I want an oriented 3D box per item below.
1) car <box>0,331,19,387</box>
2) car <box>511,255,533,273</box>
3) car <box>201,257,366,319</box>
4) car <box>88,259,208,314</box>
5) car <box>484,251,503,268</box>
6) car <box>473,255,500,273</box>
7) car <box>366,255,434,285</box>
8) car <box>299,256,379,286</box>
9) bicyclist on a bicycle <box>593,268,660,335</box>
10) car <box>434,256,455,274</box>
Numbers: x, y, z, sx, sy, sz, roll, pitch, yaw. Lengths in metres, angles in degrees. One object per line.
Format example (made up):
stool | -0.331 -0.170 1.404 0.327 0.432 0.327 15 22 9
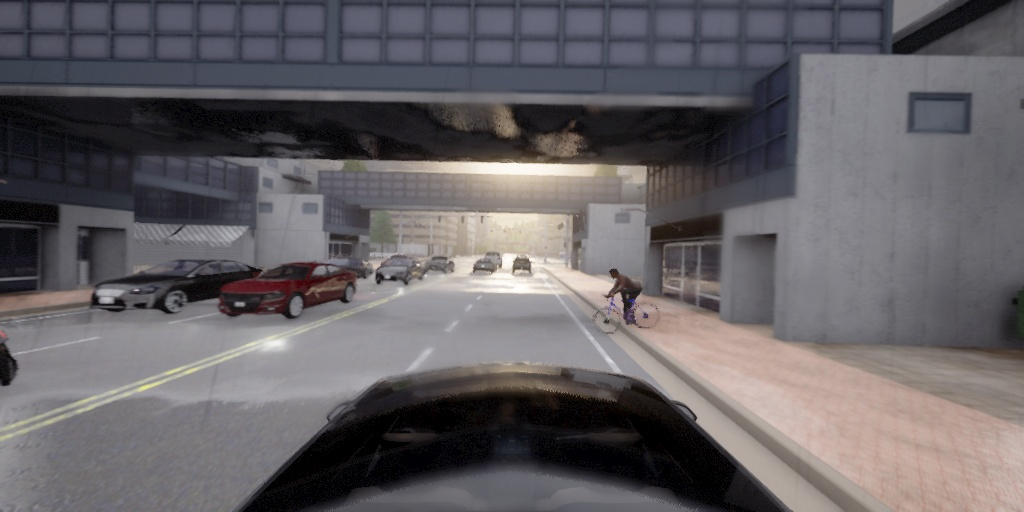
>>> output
car | -7.109 1.116 2.615 1.994 1.385 4.181 2 1 1
car | 0.999 0.873 35.729 1.837 1.490 4.892 2 1 2
car | -6.850 0.928 11.616 1.882 1.535 5.008 2 1 2
car | -10.349 0.850 11.672 2.128 1.511 4.902 2 1 2
car | -2.365 0.383 45.641 2.150 2.045 5.566 2 1 -1
car | -2.549 0.851 34.597 1.994 1.385 4.181 2 1 3
car | -6.560 0.830 21.563 2.128 1.511 4.902 2 1 2
car | -10.068 0.795 21.489 2.033 1.411 5.357 2 1 2
bicyclist on a bicycle | 2.766 1.092 8.867 1.656 1.620 0.582 -8 0 2
car | -6.244 0.732 31.516 1.837 1.490 4.892 2 1 2
